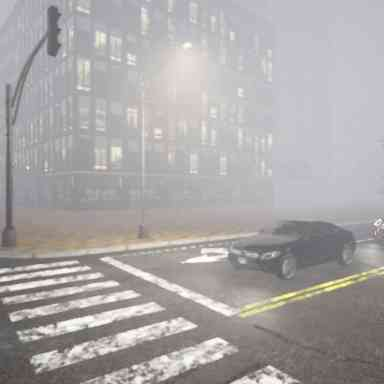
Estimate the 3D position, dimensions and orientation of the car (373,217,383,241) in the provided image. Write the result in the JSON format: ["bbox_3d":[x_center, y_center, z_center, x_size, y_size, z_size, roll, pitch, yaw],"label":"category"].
[{"bbox_3d":[10.355,1.386,15.467,4.553,1.767,2.097,0,0,-37],"label":"car"}]

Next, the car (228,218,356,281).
[{"bbox_3d":[3.190,1.546,10.079,4.674,1.442,1.812,0,0,-36],"label":"car"}]
